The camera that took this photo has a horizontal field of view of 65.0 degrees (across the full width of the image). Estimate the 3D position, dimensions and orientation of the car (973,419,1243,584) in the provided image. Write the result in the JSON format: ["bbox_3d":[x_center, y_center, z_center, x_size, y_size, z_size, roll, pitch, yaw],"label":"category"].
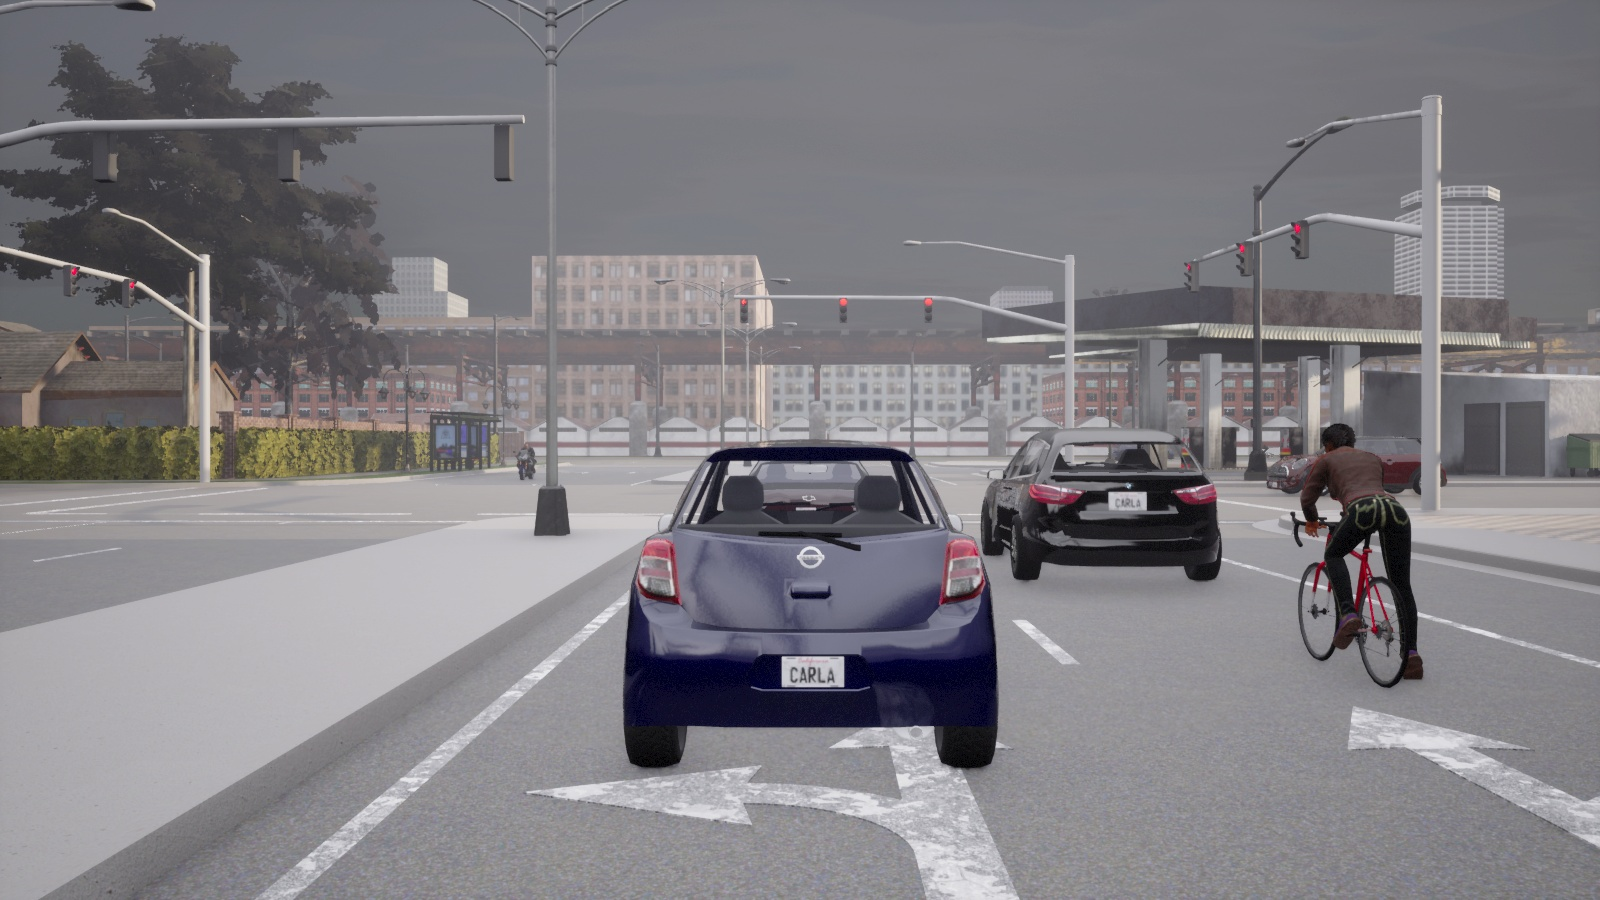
[{"bbox_3d":[3.446,0.508,15.080,2.242,1.667,4.611,0,0,2],"label":"car"}]

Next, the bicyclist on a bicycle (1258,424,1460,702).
[{"bbox_3d":[3.560,0.656,8.151,0.582,1.620,1.656,0,0,0],"label":"bicyclist on a bicycle"}]

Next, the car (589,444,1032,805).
[{"bbox_3d":[0.056,0.721,7.057,1.845,1.501,3.633,0,0,0],"label":"car"}]

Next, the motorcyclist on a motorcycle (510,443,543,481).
[{"bbox_3d":[-11.184,0.482,51.400,0.866,1.530,2.191,0,0,0],"label":"motorcyclist on a motorcycle"}]

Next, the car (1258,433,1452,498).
[{"bbox_3d":[15.568,0.418,35.392,4.553,1.767,2.097,0,0,-1],"label":"car"}]
